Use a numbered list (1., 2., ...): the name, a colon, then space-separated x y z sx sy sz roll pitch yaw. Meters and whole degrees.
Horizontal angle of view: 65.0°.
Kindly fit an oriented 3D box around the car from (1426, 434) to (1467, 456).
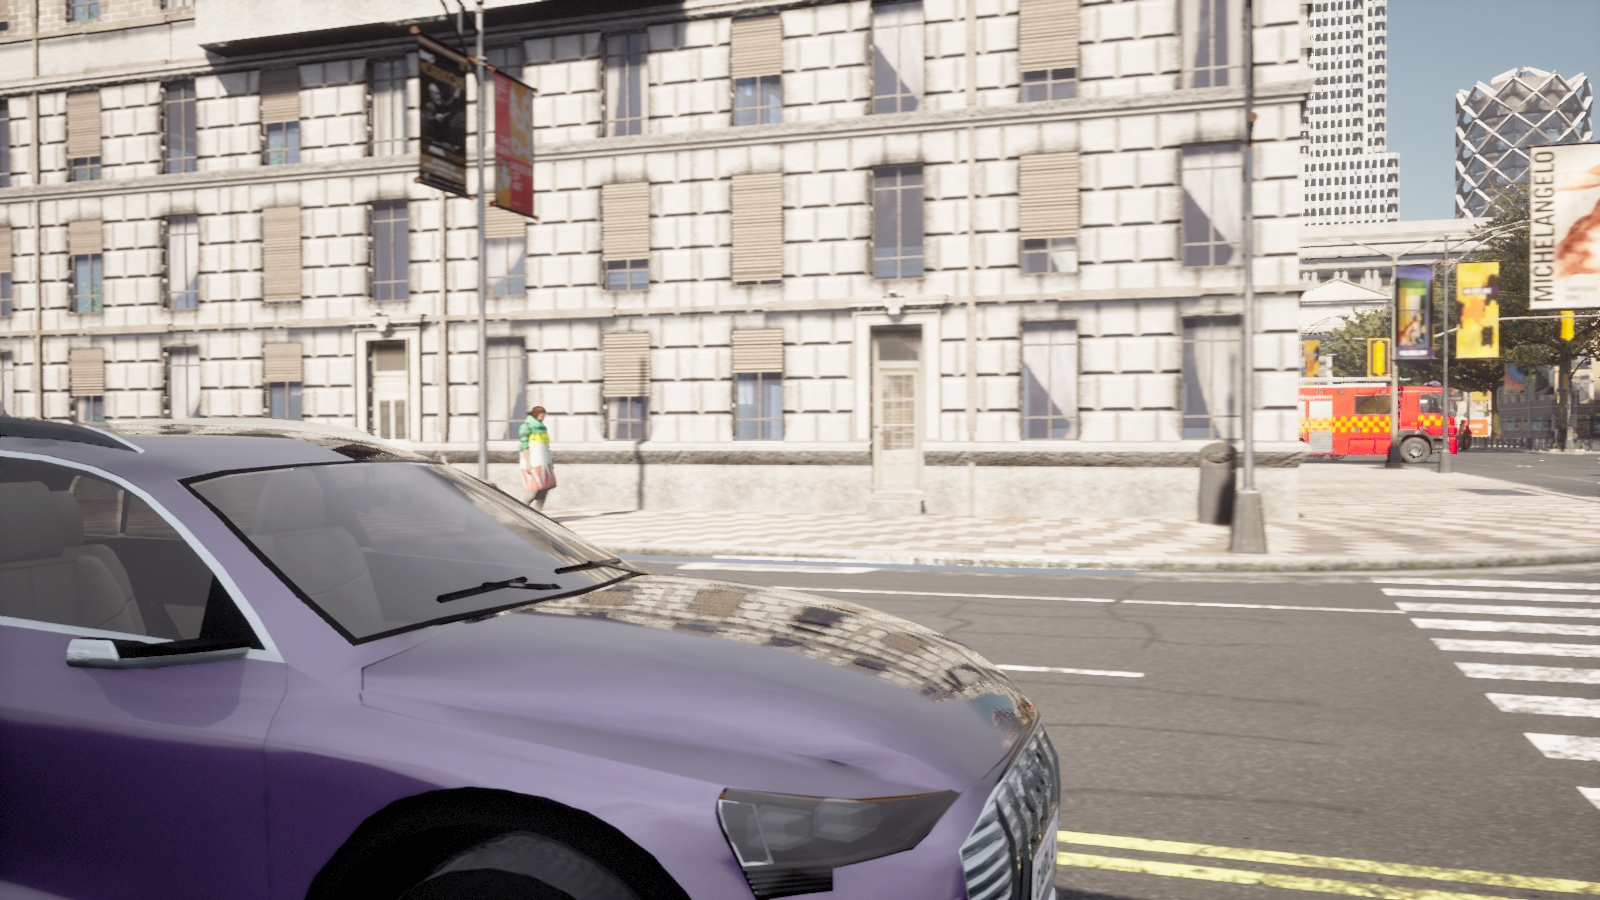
1. car: 44.981 -0.380 87.419 1.812 1.442 4.674 1 1 18

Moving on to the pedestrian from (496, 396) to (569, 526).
1. pedestrian: -4.096 0.161 19.265 0.873 1.952 0.659 1 1 23

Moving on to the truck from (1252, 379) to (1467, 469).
1. truck: 24.749 -1.144 56.070 8.468 3.827 2.891 1 1 18

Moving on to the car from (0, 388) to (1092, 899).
1. car: -1.711 0.690 3.768 4.856 1.649 2.033 1 1 19

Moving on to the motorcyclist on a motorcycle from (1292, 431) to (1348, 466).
1. motorcyclist on a motorcycle: 25.039 -0.098 60.541 2.350 1.649 0.766 1 1 8
